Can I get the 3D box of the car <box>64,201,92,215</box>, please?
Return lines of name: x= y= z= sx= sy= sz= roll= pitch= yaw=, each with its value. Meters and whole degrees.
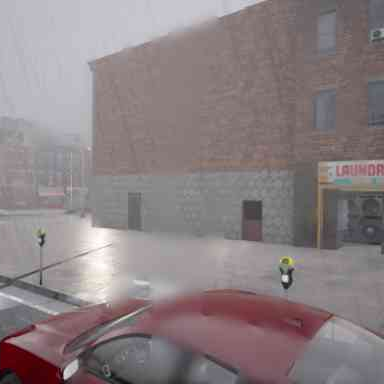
car: x=-12.709 y=1.886 z=39.470 sx=1.837 sy=1.490 sz=4.892 roll=1 pitch=0 yaw=36

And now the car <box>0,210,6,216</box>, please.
car: x=-19.608 y=1.826 z=29.908 sx=1.895 sy=1.301 sz=4.718 roll=1 pitch=0 yaw=37

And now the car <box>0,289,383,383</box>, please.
car: x=0.102 y=1.544 z=2.727 sx=4.507 sy=1.381 sz=1.887 roll=0 pitch=1 yaw=36
